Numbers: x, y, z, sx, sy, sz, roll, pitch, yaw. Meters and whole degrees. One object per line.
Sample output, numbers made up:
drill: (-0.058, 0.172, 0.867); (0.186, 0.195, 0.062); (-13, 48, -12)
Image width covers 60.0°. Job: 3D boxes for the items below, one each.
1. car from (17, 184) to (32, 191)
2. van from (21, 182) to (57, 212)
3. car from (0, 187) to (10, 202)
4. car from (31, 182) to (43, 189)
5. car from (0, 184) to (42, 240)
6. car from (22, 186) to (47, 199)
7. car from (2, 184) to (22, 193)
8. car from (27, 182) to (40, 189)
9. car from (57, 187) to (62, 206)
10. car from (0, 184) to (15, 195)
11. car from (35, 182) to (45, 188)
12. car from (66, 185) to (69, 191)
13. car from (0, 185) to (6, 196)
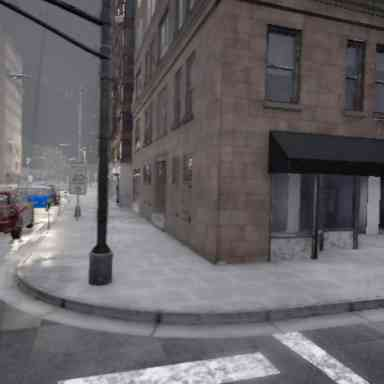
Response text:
car: (-31.890, -0.922, 63.364); (1.802, 1.307, 4.206); (1, 2, -18)
van: (-10.955, 0.431, 23.817); (1.690, 1.788, 3.998); (1, 2, -18)
car: (-19.633, 0.219, 32.963); (1.895, 1.301, 4.718); (1, 2, -17)
car: (-36.836, -1.606, 79.103); (1.967, 1.590, 4.097); (1, 2, -18)
car: (-7.642, 0.767, 13.325); (2.192, 1.841, 5.009); (1, 2, -18)
car: (-18.692, 0.014, 39.750); (2.033, 1.411, 5.357); (1, 2, -18)
car: (-28.589, -0.591, 52.867); (2.008, 1.369, 4.403); (1, 2, -18)
car: (-35.186, -1.426, 73.856); (1.967, 1.590, 4.097); (1, 2, -18)
car: (-12.610, 0.224, 29.062); (2.192, 1.841, 5.009); (1, 2, -18)
car: (-26.940, -0.416, 47.620); (1.887, 1.381, 4.507); (1, 2, -18)
car: (-38.485, -1.788, 84.351); (1.967, 1.590, 4.097); (1, 2, -18)
car: (-25.916, -1.022, 71.195); (1.752, 1.417, 4.829); (1, 2, -18)
car: (-25.290, -0.234, 42.373); (1.887, 1.381, 4.507); (1, 2, -18)
